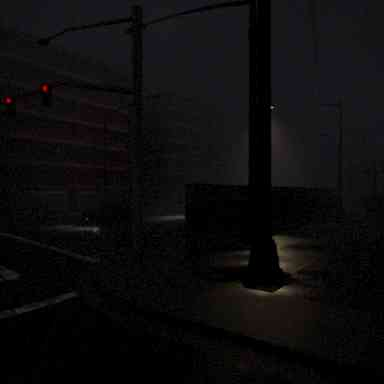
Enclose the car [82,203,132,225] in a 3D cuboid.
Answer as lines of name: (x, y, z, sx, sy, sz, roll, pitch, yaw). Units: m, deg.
car: (-5.616, 1.512, 23.898, 1.812, 1.442, 4.674, 0, 0, 35)
